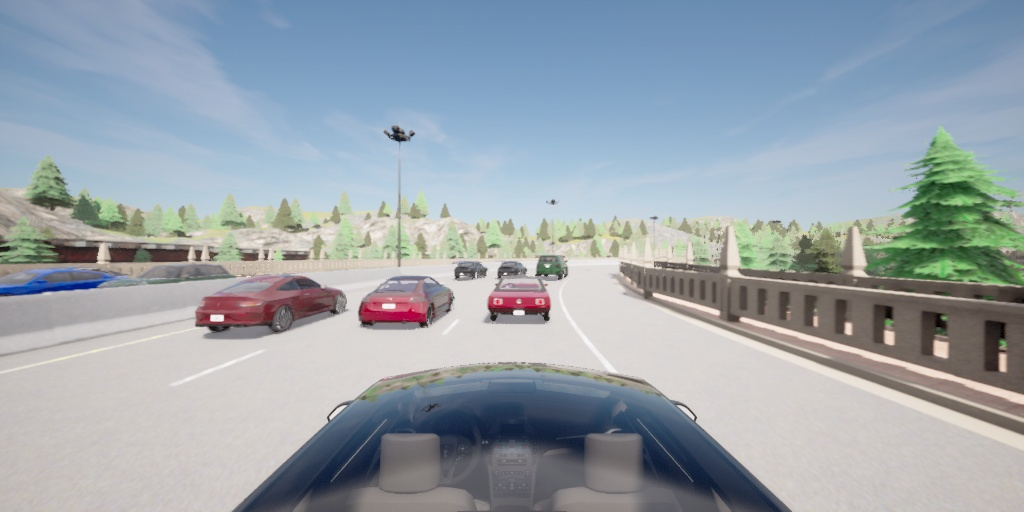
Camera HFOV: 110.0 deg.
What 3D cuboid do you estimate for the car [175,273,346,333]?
[{"bbox_3d":[-6.756,1.273,10.611,1.812,1.442,4.674,0,0,2],"label":"car"}]

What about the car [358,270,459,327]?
[{"bbox_3d":[-3.194,1.309,11.585,1.994,1.385,4.181,0,0,3],"label":"car"}]

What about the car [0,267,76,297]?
[{"bbox_3d":[-17.268,1.230,13.226,1.882,1.535,5.008,0,0,3],"label":"car"}]

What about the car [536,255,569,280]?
[{"bbox_3d":[3.588,0.928,31.304,2.150,2.045,5.566,0,0,16],"label":"car"}]

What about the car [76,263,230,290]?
[{"bbox_3d":[-13.673,1.102,14.507,2.097,1.767,4.553,0,0,5],"label":"car"}]

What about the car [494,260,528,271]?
[{"bbox_3d":[0.124,1.222,31.715,1.837,1.490,4.892,0,0,16],"label":"car"}]

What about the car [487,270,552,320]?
[{"bbox_3d":[0.341,1.342,12.546,1.895,1.301,4.718,0,0,3],"label":"car"}]

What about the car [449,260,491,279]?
[{"bbox_3d":[-3.495,1.233,31.742,1.837,1.490,4.892,0,0,15],"label":"car"}]
